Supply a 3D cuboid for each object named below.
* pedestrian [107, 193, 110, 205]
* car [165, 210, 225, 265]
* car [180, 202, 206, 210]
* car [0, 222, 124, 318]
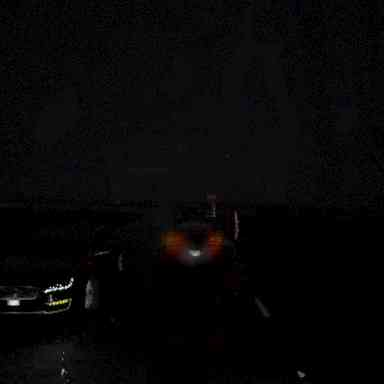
[{"bbox_3d":[-12.037,0.989,48.247,0.375,1.860,0.375,0,1,0],"label":"pedestrian"},{"bbox_3d":[0.095,1.566,11.695,1.812,1.442,4.674,0,0,0],"label":"car"},{"bbox_3d":[0.091,1.606,27.143,1.837,1.490,4.892,0,0,0],"label":"car"},{"bbox_3d":[-2.849,1.531,7.749,1.837,1.490,4.892,0,0,0],"label":"car"}]
